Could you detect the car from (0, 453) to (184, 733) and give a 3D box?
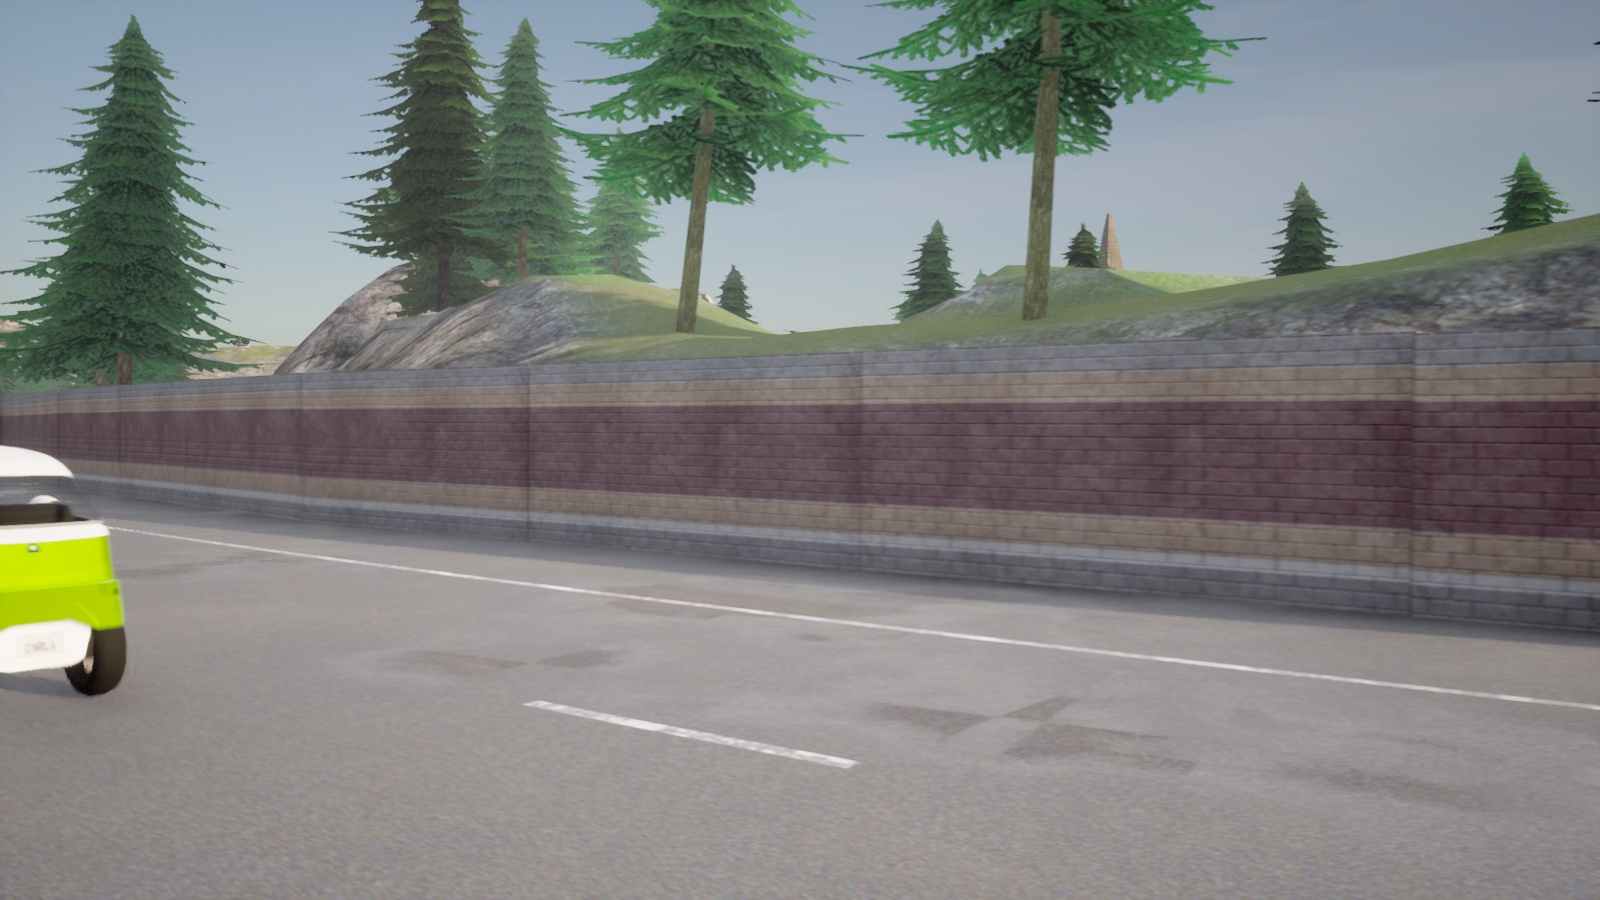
[{"bbox_3d":[-4.817,0.733,7.180,2.207,1.376,1.481,1,2,38],"label":"car"}]
